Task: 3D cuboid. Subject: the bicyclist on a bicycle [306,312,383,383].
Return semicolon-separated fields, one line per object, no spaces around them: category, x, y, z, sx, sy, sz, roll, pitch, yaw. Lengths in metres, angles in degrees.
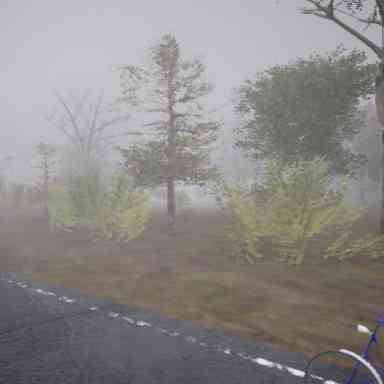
bicyclist on a bicycle;1.908;1.383;2.902;1.843;1.776;0.659;0;0;36
